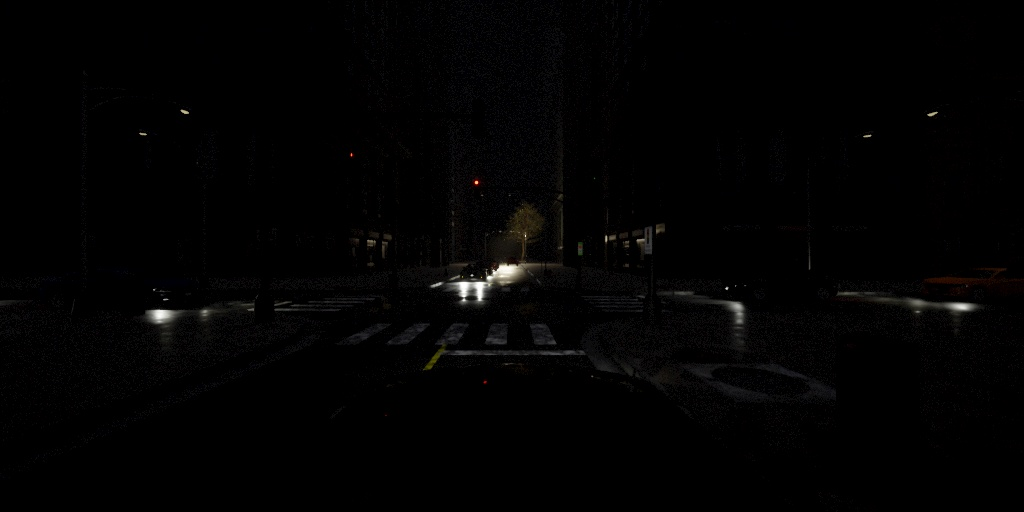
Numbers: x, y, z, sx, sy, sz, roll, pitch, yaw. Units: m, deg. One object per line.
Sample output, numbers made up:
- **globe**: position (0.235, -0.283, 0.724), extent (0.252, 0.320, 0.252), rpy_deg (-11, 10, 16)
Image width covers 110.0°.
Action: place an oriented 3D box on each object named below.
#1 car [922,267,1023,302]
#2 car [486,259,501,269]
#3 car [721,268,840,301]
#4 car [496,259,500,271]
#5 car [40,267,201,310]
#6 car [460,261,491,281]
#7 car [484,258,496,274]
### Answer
- **car**: position (22.550, 1.300, 16.972), extent (5.008, 1.535, 1.882), rpy_deg (0, 0, 0)
- **car**: position (-3.013, 1.268, 58.561), extent (2.128, 1.511, 4.902), rpy_deg (0, 0, 0)
- **car**: position (12.595, 1.297, 16.984), extent (4.892, 1.490, 1.837), rpy_deg (0, 0, 0)
- **car**: position (-3.060, 1.116, 48.300), extent (2.097, 1.767, 4.553), rpy_deg (0, 0, 0)
- **car**: position (-14.894, 1.177, 13.799), extent (5.008, 1.535, 1.882), rpy_deg (0, 0, 2)
- **car**: position (-3.082, 1.314, 29.584), extent (1.994, 1.385, 4.181), rpy_deg (0, 0, 0)
- **car**: position (-3.077, 1.232, 38.654), extent (1.882, 1.535, 5.008), rpy_deg (0, 0, 0)
